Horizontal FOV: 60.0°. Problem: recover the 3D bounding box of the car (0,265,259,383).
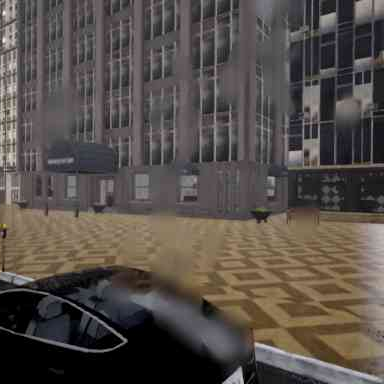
[{"bbox_3d":[-1.367,1.565,3.841,4.313,1.339,1.947,0,1,35],"label":"car"}]
